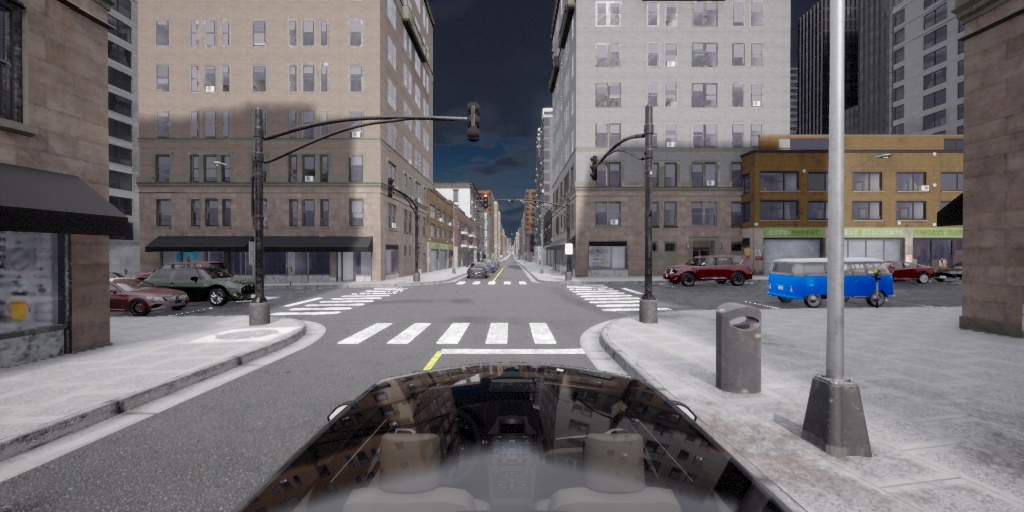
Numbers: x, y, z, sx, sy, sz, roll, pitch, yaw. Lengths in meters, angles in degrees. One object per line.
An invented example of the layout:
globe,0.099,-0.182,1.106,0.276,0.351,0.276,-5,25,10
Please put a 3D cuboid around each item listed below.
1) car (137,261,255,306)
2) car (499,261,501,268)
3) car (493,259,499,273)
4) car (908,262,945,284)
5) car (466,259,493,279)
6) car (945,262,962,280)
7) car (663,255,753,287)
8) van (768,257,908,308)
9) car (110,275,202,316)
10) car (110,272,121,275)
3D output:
car,-14.000,1.269,16.312,4.553,1.767,2.097,-1,0,0
car,-3.049,1.283,53.651,1.837,1.490,4.892,0,0,0
car,-3.059,1.116,43.503,2.097,1.767,4.553,0,0,0
car,23.328,0.965,22.263,4.507,1.381,1.888,0,0,0
car,-3.071,1.259,33.344,1.837,1.490,4.892,0,0,0
car,28.938,0.916,22.273,4.313,1.339,1.948,0,0,0
car,12.111,0.872,22.243,5.009,1.841,2.192,0,0,0
van,12.127,0.957,13.718,3.998,1.789,1.690,0,0,0
car,-14.810,1.527,13.670,4.207,1.307,1.802,0,0,0
car,-26.005,1.551,22.176,4.829,1.417,1.751,0,0,0
